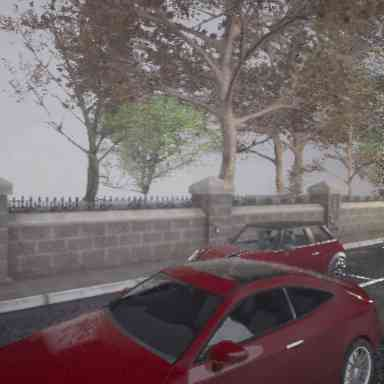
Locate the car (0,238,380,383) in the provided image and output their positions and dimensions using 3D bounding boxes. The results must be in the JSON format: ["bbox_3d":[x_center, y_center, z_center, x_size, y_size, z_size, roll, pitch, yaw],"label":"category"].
[{"bbox_3d":[0.195,1.526,3.509,4.674,1.442,1.812,0,0,-35],"label":"car"}]

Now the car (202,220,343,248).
[{"bbox_3d":[1.800,1.440,7.842,4.097,1.590,1.967,0,0,-35],"label":"car"}]
